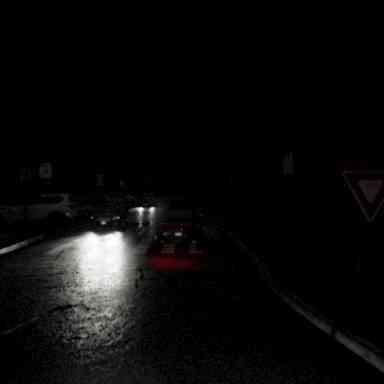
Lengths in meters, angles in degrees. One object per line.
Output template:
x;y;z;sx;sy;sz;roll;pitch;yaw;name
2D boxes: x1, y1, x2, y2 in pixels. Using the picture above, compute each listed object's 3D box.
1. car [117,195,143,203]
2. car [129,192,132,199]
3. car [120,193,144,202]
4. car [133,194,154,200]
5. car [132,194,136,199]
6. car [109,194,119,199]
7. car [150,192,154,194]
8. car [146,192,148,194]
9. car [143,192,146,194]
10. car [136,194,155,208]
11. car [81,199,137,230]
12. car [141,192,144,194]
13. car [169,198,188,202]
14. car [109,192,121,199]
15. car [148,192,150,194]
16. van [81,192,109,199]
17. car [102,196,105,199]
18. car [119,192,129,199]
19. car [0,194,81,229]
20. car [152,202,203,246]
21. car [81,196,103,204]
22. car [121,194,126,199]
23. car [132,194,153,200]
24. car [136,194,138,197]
-12.401;1.343;66.211;4.674;1.452;2.002;-1;0;-23;car
-11.542;1.203;48.222;4.553;1.767;2.185;-1;0;-23;car
-12.577;1.177;69.202;4.553;1.767;2.185;-1;0;-23;car
-13.551;1.309;93.263;5.366;1.575;1.946;-1;0;-23;car
-11.687;1.352;51.233;4.792;1.488;2.163;-1;0;-23;car
-11.000;1.361;36.213;5.008;1.535;2.097;-1;1;-23;car
-13.423;1.311;87.196;4.892;1.521;2.231;-1;0;-23;car
-12.718;1.177;72.200;4.553;1.767;2.185;-1;0;-23;car
-12.257;1.054;63.236;5.566;2.045;2.435;-1;0;-23;car
-6.116;1.368;45.688;1.812;1.442;4.674;0;0;-2;car
-4.935;1.408;20.519;2.128;1.511;4.902;0;0;-3;car
-11.957;1.303;60.289;5.366;1.575;1.946;-1;0;-23;car
-1.432;1.372;35.242;1.837;1.490;4.892;0;0;-3;car
-11.185;1.227;39.211;4.553;1.767;2.185;-1;0;-23;car
-12.974;1.344;78.206;4.674;1.452;2.002;-1;0;-23;car
-10.971;1.146;33.165;4.442;1.987;1.878;-1;0;-23;van
-10.720;1.419;30.217;4.674;1.452;2.002;-1;0;-23;car
-11.403;1.210;45.224;4.553;1.767;2.185;-1;0;-23;car
-10.285;1.155;21.192;5.566;2.045;2.435;-1;0;-23;car
-0.549;1.407;14.792;1.882;1.535;5.008;0;0;-1;car
-10.394;1.382;27.288;5.366;1.575;1.946;-1;0;-23;car
-11.294;1.384;42.218;4.674;1.452;2.002;-1;0;-23;car
-13.396;1.307;90.266;5.366;1.575;1.946;-1;0;-23;car
-11.829;1.065;54.229;5.566;2.045;2.435;-1;0;-23;car
